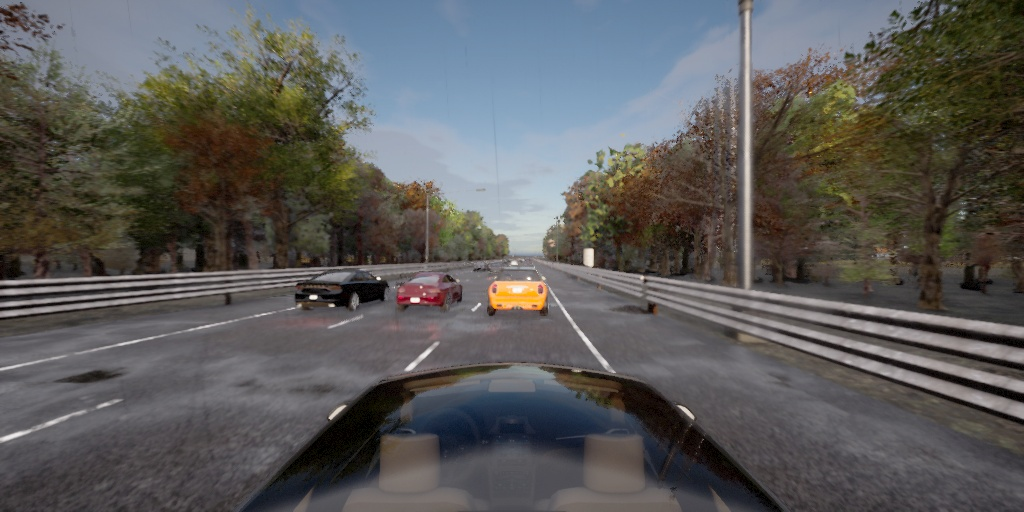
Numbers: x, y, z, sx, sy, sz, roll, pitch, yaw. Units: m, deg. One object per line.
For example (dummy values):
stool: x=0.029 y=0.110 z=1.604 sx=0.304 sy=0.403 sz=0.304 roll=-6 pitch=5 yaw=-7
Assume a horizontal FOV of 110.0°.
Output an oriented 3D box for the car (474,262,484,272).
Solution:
car: x=-4.750 y=1.694 z=55.786 sx=2.033 sy=1.411 sz=5.357 roll=0 pitch=0 yaw=3

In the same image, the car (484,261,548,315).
car: x=0.286 y=1.212 z=14.347 sx=2.097 sy=1.767 sz=4.553 roll=0 pitch=0 yaw=3

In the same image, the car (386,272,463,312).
car: x=-3.210 y=1.361 z=14.603 sx=1.812 sy=1.442 sz=4.674 roll=0 pitch=0 yaw=3

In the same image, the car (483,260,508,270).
car: x=-1.823 y=1.570 z=43.642 sx=2.128 sy=1.511 sz=4.902 roll=0 pitch=0 yaw=3

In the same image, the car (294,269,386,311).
car: x=-6.701 y=1.288 z=14.787 sx=1.882 sy=1.535 sz=5.008 roll=0 pitch=0 yaw=3
